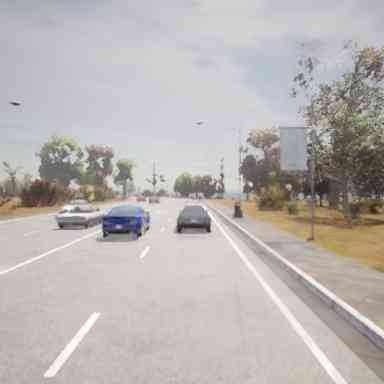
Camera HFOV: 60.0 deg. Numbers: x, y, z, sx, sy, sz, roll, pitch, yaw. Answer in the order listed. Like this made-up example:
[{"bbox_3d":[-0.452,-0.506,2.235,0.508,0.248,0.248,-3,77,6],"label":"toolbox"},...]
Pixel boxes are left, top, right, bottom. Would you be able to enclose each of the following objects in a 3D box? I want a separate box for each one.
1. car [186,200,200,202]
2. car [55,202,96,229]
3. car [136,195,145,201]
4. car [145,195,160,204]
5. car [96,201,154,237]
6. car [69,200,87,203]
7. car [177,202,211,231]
[{"bbox_3d":[0.112,1.547,38.421,1.895,1.301,4.718,0,0,0],"label":"car"},{"bbox_3d":[-7.092,1.571,21.615,1.895,1.301,4.718,0,0,0],"label":"car"},{"bbox_3d":[-10.840,1.416,71.417,1.812,1.442,4.674,0,0,-3],"label":"car"},{"bbox_3d":[-7.094,1.407,62.679,2.128,1.511,4.902,0,0,0],"label":"car"},{"bbox_3d":[-3.394,1.453,17.853,1.882,1.535,5.008,0,0,0],"label":"car"},{"bbox_3d":[-10.586,1.483,30.752,1.812,1.442,4.674,0,0,0],"label":"car"},{"bbox_3d":[0.108,1.535,20.266,1.994,1.385,4.181,0,0,0],"label":"car"}]
